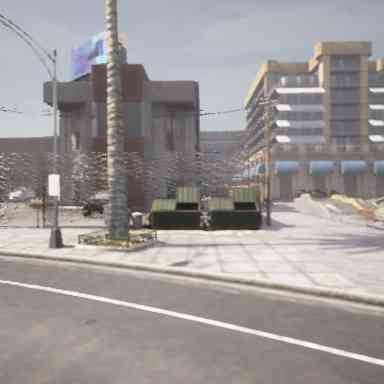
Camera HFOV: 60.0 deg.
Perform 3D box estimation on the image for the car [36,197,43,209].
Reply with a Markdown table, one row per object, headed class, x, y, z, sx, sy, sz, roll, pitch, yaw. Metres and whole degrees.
| class | x | y | z | sx | sy | sz | roll | pitch | yaw |
| --- | --- | --- | --- | --- | --- | --- | --- | --- | --- |
| car | -18.016 | 1.364 | 40.797 | 4.674 | 1.452 | 2.002 | 0 | 0 | 1 |
